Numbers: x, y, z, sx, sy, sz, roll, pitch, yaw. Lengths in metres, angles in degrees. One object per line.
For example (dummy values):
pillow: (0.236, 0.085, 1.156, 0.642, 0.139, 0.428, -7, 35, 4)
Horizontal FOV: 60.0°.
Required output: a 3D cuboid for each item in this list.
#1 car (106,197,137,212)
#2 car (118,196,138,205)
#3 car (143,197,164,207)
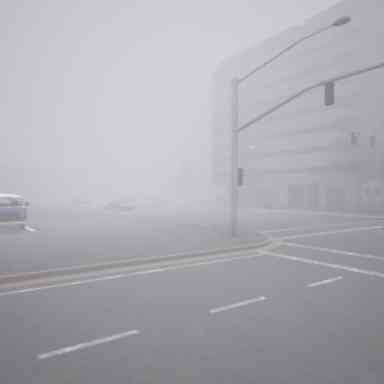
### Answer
car: (-8.799, 1.659, 40.707, 2.033, 1.411, 5.357, 0, 0, -35)
car: (-12.399, 1.625, 64.133, 1.882, 1.535, 5.008, 0, 0, -35)
car: (-6.575, 1.625, 55.988, 1.882, 1.535, 5.008, 0, 0, -35)
